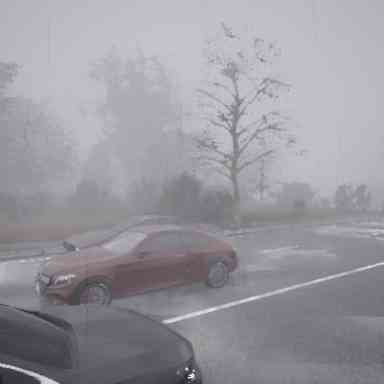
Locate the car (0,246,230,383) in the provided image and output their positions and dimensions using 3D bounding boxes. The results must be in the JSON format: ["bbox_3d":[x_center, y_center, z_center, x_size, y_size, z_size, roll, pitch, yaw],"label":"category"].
[{"bbox_3d":[-2.152,1.508,2.212,4.892,1.490,1.837,-1,0,-36],"label":"car"}]

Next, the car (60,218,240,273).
[{"bbox_3d":[-0.971,1.505,7.550,4.674,1.442,1.812,0,0,-35],"label":"car"}]

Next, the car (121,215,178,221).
[{"bbox_3d":[-1.561,1.517,11.407,5.357,1.411,2.033,0,0,-35],"label":"car"}]
